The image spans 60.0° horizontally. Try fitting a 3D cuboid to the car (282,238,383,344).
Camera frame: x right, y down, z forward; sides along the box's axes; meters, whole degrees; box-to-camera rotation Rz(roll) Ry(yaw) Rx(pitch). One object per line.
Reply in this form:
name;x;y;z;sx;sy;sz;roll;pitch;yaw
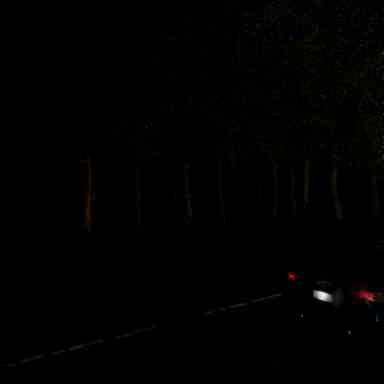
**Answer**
car;3.672;1.609;6.367;4.181;1.385;1.994;0;0;-36
